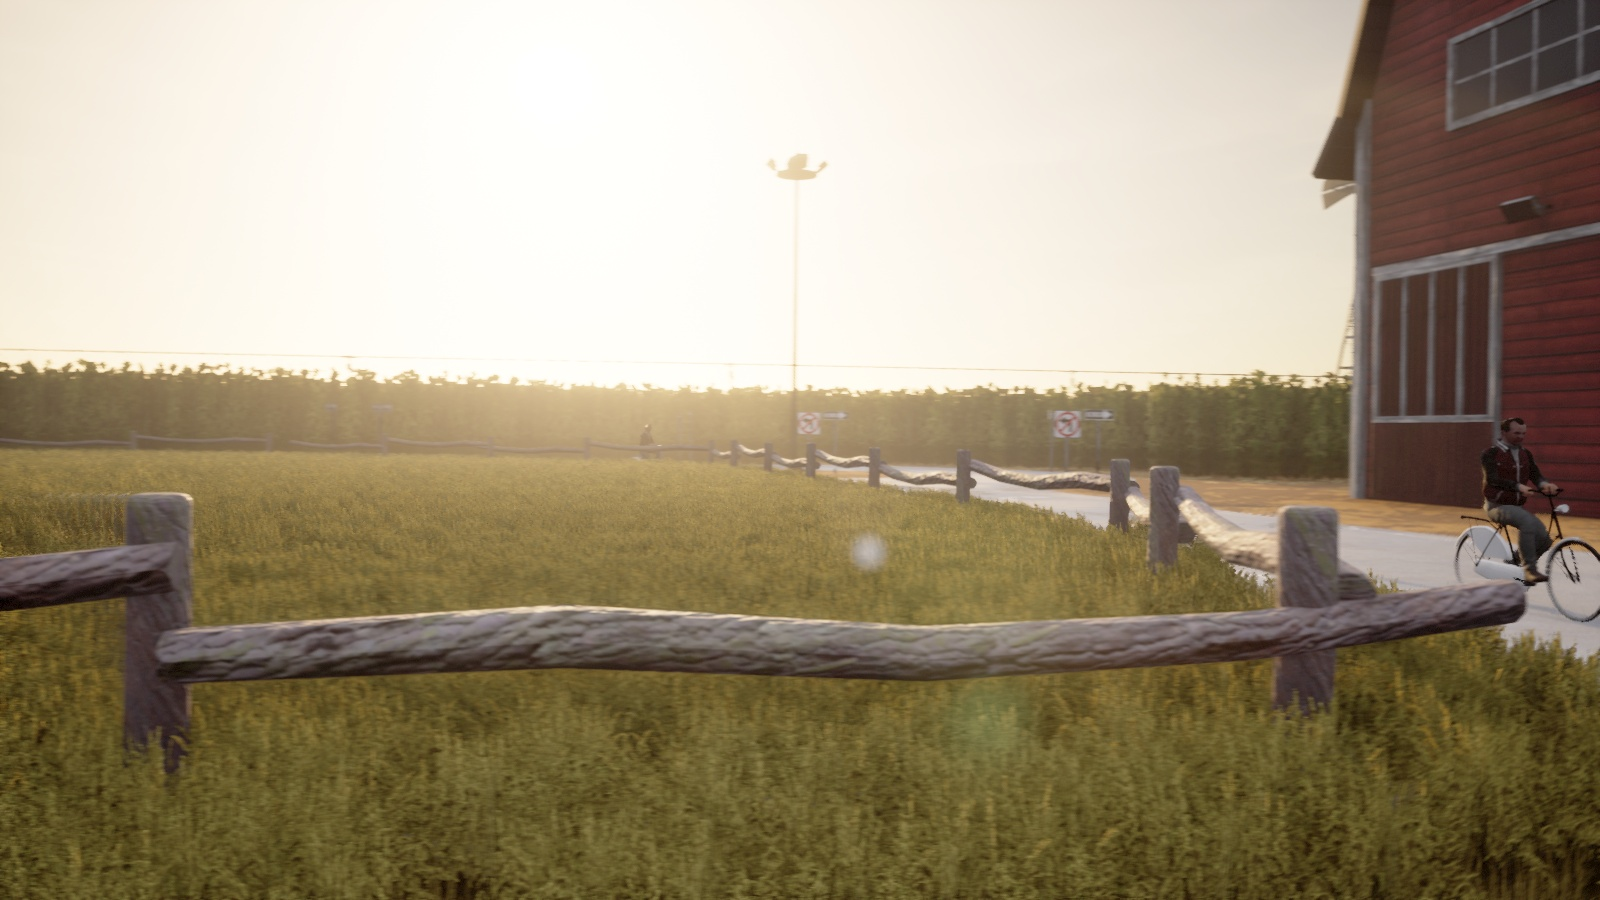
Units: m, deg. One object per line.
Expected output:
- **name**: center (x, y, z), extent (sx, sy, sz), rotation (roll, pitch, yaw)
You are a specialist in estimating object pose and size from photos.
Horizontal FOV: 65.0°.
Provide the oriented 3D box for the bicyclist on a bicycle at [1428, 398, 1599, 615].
- **bicyclist on a bicycle**: center (6.574, 0.449, 11.274), extent (0.659, 1.776, 1.843), rotation (-1, 1, -11)
